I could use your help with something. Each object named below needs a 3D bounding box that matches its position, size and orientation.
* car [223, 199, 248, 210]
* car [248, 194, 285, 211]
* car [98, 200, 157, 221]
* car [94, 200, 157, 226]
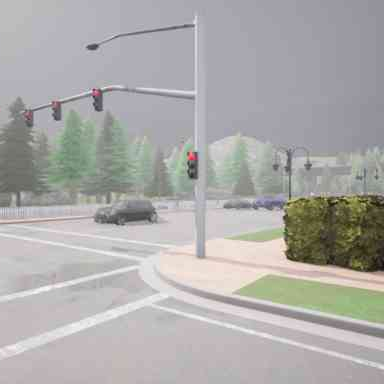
[{"bbox_3d":[5.674,1.564,41.955,1.994,1.385,4.181,0,0,39],"label":"car"},{"bbox_3d":[9.539,1.225,41.168,2.150,2.045,5.566,0,0,39],"label":"car"},{"bbox_3d":[-5.317,1.503,28.223,1.837,1.490,4.892,0,0,39],"label":"car"},{"bbox_3d":[-4.597,1.352,23.506,2.097,1.767,4.553,0,0,39],"label":"car"}]
